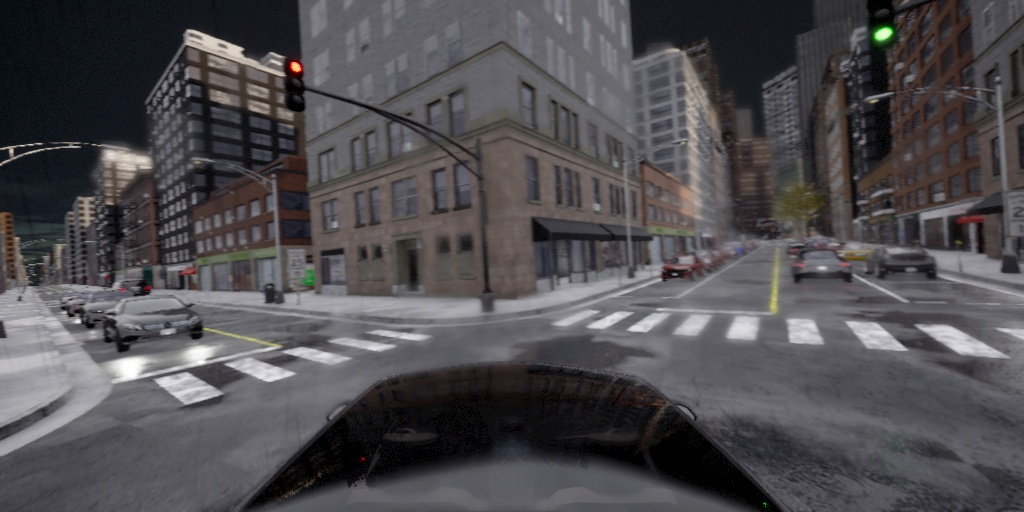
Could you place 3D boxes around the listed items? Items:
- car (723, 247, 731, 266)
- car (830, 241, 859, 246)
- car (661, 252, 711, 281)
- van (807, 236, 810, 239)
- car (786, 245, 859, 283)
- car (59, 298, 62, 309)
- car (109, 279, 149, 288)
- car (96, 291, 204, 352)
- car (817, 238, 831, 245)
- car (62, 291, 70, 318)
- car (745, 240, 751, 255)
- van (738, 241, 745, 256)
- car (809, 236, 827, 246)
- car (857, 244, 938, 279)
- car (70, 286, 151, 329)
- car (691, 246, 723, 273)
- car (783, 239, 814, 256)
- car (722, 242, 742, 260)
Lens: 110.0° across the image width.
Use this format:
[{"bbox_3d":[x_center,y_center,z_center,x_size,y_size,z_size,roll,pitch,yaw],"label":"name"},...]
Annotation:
[{"bbox_3d":[16.422,0.189,29.411,1.888,1.381,4.507,0,0,37],"label":"car"},{"bbox_3d":[23.340,-0.249,24.445,1.751,1.417,4.829,0,0,37],"label":"car"},{"bbox_3d":[9.952,0.635,20.714,1.888,1.381,4.507,0,0,37],"label":"car"},{"bbox_3d":[39.409,-1.586,46.050,1.690,1.789,3.998,0,0,37],"label":"van"},{"bbox_3d":[14.043,0.406,16.459,1.994,1.385,4.181,-4,0,37],"label":"car"},{"bbox_3d":[-34.675,3.463,28.724,5.357,1.411,2.033,-4,0,37],"label":"car"},{"bbox_3d":[-35.036,3.173,32.904,5.566,2.045,2.150,-4,0,37],"label":"car"},{"bbox_3d":[-11.734,2.023,11.651,4.674,1.442,1.812,-4,0,37],"label":"car"},{"bbox_3d":[29.708,-0.649,33.007,1.802,1.307,4.207,0,0,37],"label":"car"},{"bbox_3d":[-26.503,2.978,22.621,4.181,1.385,1.994,-3,0,37],"label":"car"},{"bbox_3d":[29.357,-0.960,46.802,2.192,1.841,5.009,0,0,37],"label":"car"},{"bbox_3d":[26.123,-0.703,42.455,1.690,1.789,3.998,0,0,37],"label":"van"},{"bbox_3d":[36.175,-1.253,41.702,1.967,1.591,4.097,0,0,37],"label":"car"},{"bbox_3d":[16.770,0.223,15.613,2.007,1.370,4.403,0,0,37],"label":"car"},{"bbox_3d":[-19.142,2.451,17.147,4.902,1.511,2.128,-4,0,37],"label":"car"},{"bbox_3d":[13.188,0.308,25.063,1.967,1.591,4.097,0,0,37],"label":"car"},{"bbox_3d":[27.705,-0.606,34.831,1.837,1.490,4.892,-4,1,37],"label":"car"},{"bbox_3d":[22.890,-0.373,38.107,1.967,1.591,4.097,0,0,37],"label":"car"}]
